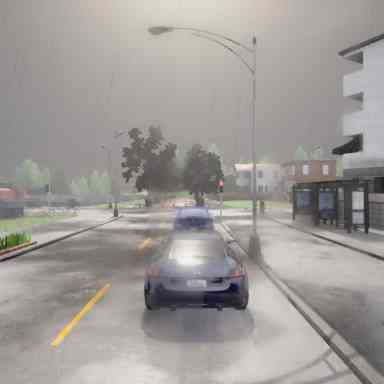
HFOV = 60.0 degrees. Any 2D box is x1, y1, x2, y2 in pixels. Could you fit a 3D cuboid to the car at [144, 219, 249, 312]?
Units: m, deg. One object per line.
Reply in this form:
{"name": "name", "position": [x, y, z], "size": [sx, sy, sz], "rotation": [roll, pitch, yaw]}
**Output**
{"name": "car", "position": [0.090, 1.564, 7.808], "size": [1.994, 1.385, 4.181], "rotation": [0, 0, 0]}

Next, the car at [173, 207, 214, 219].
{"name": "car", "position": [0.080, 1.478, 16.791], "size": [1.882, 1.535, 5.008], "rotation": [0, 0, 0]}
